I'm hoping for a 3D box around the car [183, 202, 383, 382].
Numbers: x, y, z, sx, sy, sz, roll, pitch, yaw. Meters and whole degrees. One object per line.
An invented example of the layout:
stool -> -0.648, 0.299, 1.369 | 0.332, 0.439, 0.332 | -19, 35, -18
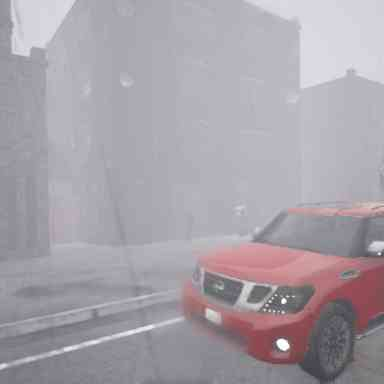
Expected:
car -> 2.530, 1.220, 5.809 | 5.566, 2.045, 2.150 | 0, 0, -35
